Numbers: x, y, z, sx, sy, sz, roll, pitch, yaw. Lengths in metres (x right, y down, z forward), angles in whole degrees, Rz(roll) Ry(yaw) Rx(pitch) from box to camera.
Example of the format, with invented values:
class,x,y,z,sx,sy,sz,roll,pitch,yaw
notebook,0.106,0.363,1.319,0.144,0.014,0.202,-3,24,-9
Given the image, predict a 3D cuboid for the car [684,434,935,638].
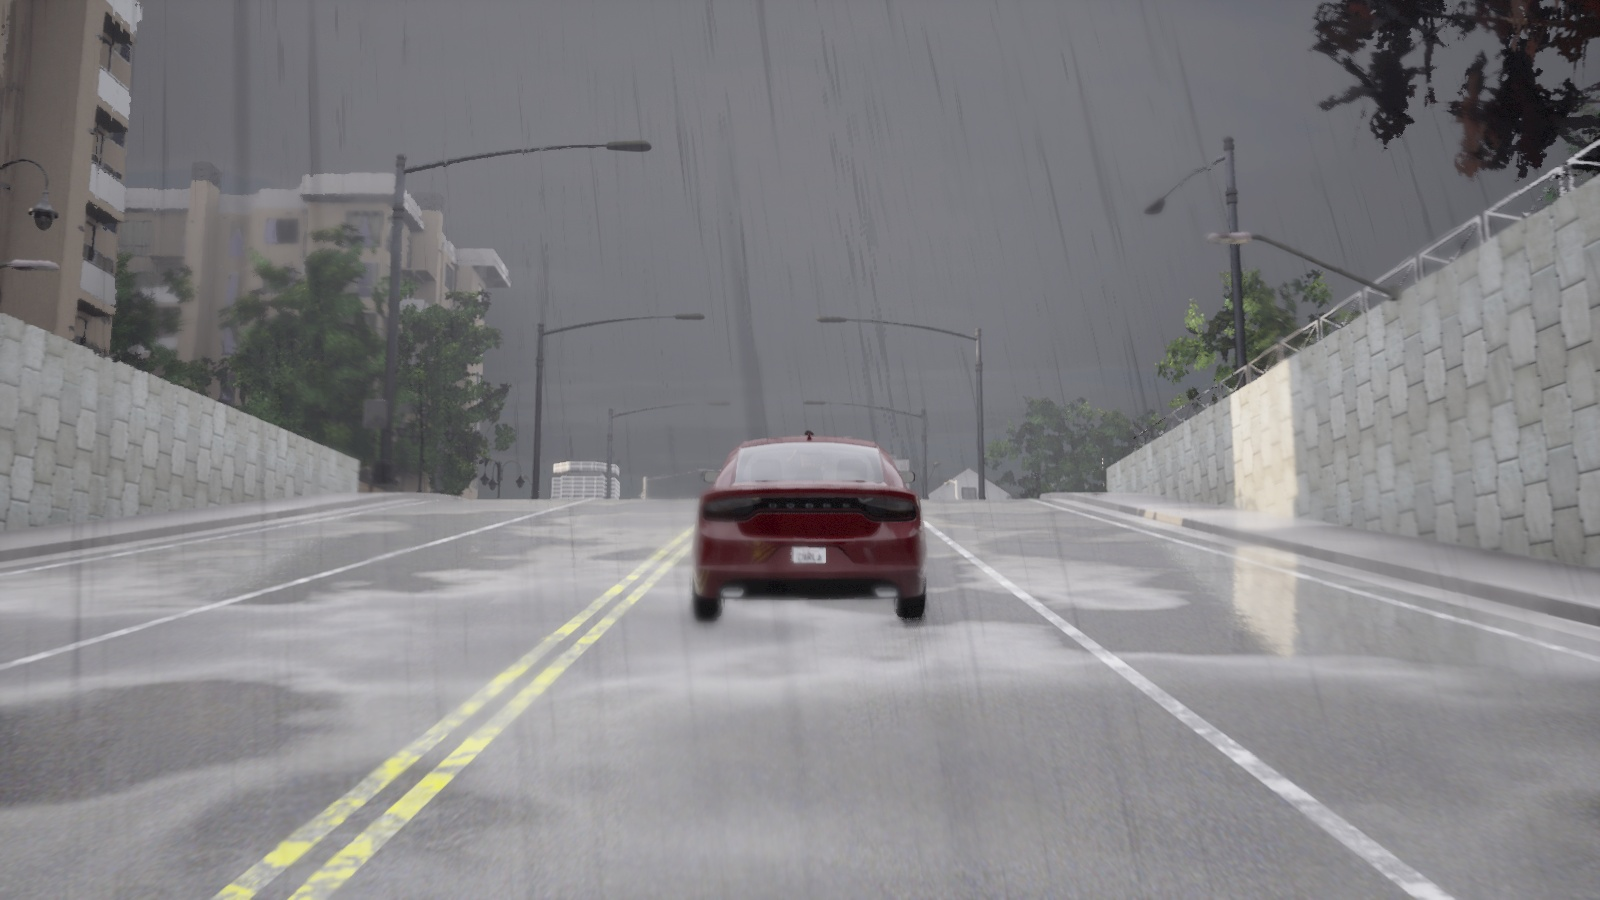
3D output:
class,x,y,z,sx,sy,sz,roll,pitch,yaw
car,0.086,0.620,11.940,1.882,1.535,5.008,0,1,0
